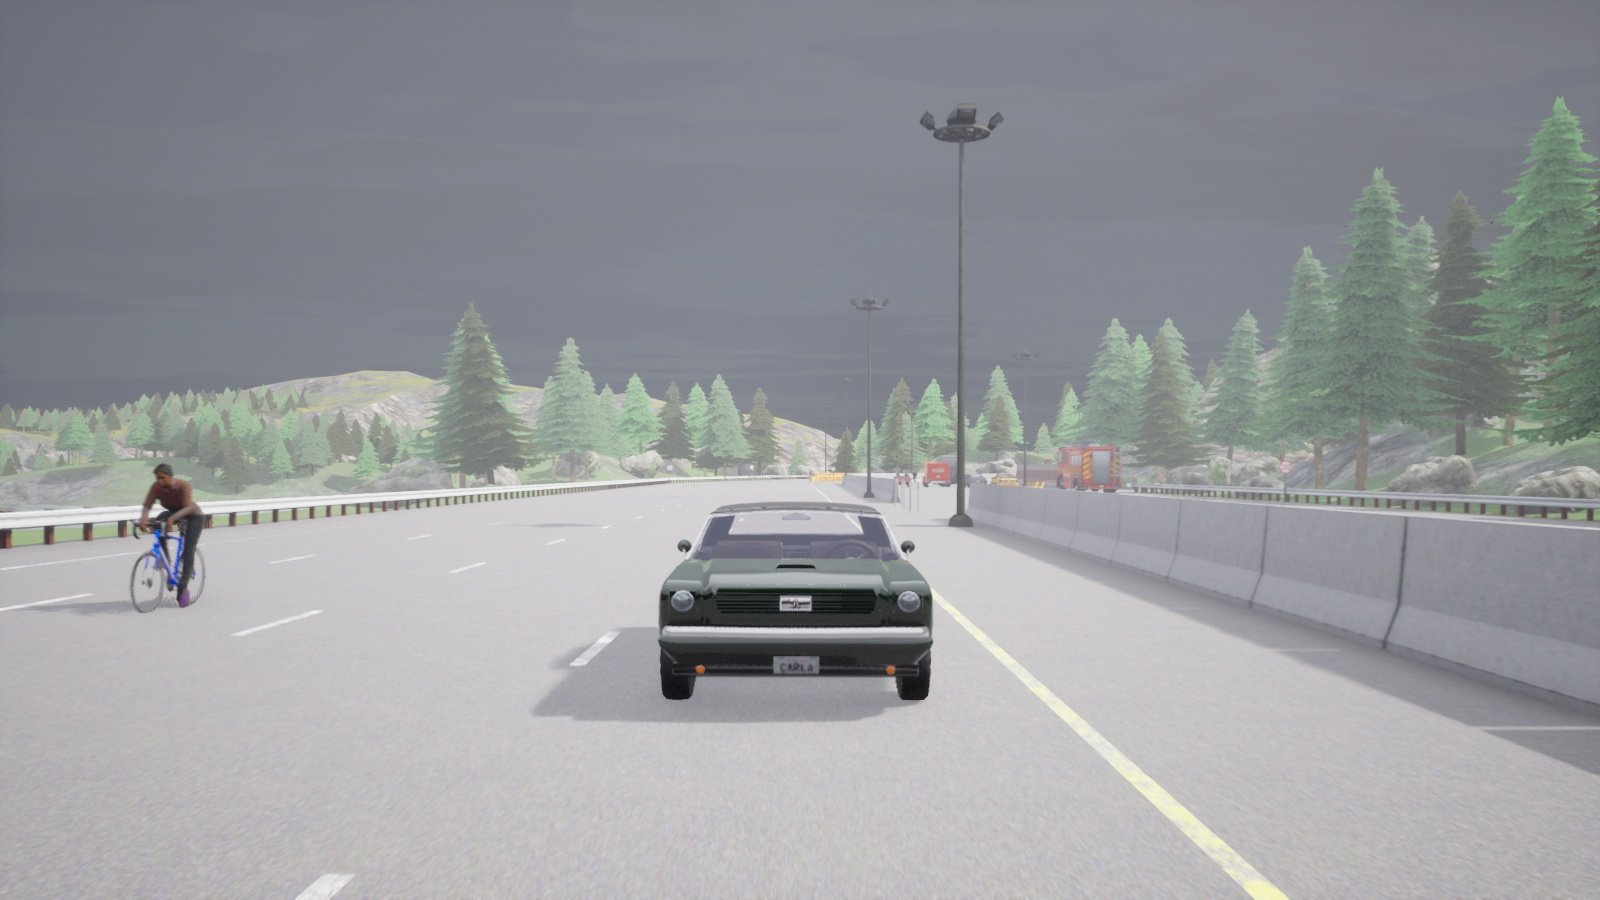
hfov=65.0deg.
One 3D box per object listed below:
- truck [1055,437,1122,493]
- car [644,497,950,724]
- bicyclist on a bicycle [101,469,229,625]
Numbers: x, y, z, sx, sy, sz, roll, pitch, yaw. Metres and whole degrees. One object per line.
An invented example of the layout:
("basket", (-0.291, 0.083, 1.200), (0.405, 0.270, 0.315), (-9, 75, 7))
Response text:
("truck", (20.779, 1.090, 91.013), (2.891, 3.827, 8.468), (0, -1, 0))
("car", (-0.023, 1.085, 10.164), (1.895, 1.301, 4.718), (0, -1, 0))
("bicyclist on a bicycle", (-7.033, 1.030, 13.990), (0.582, 1.620, 1.656), (0, 0, 0))
